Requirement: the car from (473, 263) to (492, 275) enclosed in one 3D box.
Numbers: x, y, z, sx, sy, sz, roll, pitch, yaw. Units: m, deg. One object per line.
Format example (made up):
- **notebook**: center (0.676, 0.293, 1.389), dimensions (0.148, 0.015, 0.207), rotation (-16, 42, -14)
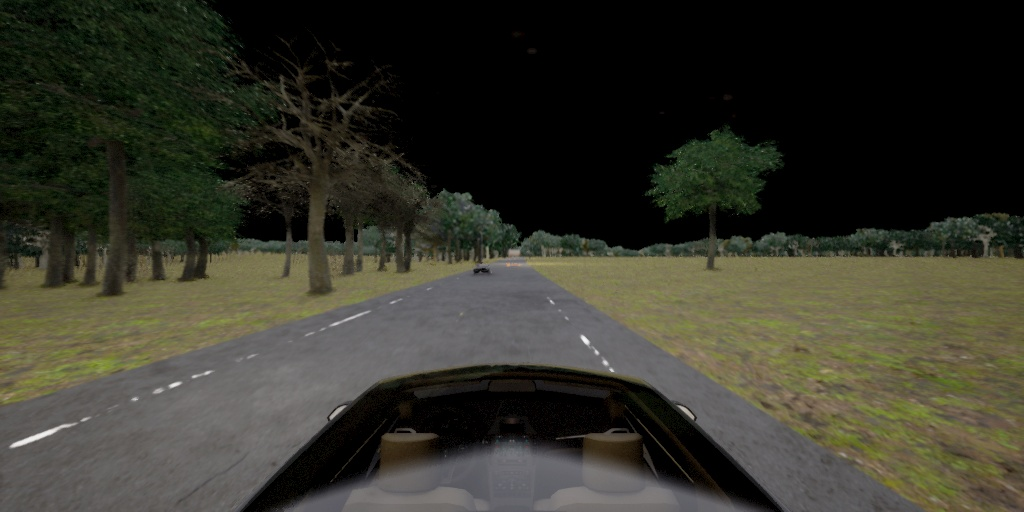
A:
- **car**: center (-3.403, 1.511, 41.512), dimensions (1.895, 1.301, 4.718), rotation (0, 0, 1)
